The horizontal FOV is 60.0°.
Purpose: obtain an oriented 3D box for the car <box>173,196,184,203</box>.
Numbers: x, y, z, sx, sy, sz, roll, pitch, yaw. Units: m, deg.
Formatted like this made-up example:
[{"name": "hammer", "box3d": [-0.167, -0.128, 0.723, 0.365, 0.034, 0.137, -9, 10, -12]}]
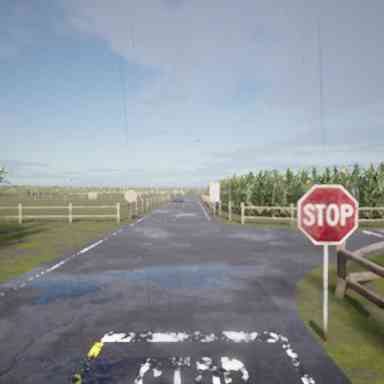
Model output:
[{"name": "car", "box3d": [-2.644, 1.471, 65.813, 1.994, 1.385, 4.181, 0, 0, 0]}]
